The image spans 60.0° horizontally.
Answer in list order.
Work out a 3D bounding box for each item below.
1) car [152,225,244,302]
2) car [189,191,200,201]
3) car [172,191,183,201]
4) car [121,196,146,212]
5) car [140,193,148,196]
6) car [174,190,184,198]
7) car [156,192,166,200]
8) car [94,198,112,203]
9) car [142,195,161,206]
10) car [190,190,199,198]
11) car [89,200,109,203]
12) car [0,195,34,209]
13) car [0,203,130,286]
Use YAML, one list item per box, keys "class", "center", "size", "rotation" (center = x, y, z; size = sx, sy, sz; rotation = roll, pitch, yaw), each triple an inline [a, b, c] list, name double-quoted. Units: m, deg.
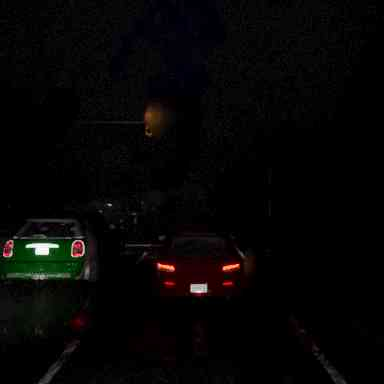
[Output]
- class: "car"
  center: [0.131, 1.525, 8.145]
  size: [1.812, 1.442, 4.674]
  rotation: [0, 0, 0]
- class: "car"
  center: [0.578, 0.842, 66.640]
  size: [2.097, 1.767, 4.553]
  rotation: [0, 3, 0]
- class: "car"
  center: [-2.924, 0.982, 66.399]
  size: [1.882, 1.535, 5.008]
  rotation: [0, 3, 1]
- class: "car"
  center: [-6.855, 1.504, 37.936]
  size: [1.837, 1.490, 4.892]
  rotation: [0, 0, 0]
- class: "car"
  center: [-10.007, 0.989, 68.643]
  size: [1.895, 1.301, 4.718]
  rotation: [0, 3, 0]
- class: "car"
  center: [-2.942, 0.507, 76.509]
  size: [2.128, 1.511, 4.902]
  rotation: [0, 3, 0]
- class: "car"
  center: [-6.497, 0.837, 69.733]
  size: [2.128, 1.511, 4.902]
  rotation: [0, 3, 0]
- class: "car"
  center: [-10.357, 1.490, 37.621]
  size: [2.128, 1.511, 4.902]
  rotation: [0, 0, 1]
- class: "car"
  center: [-6.716, 1.568, 54.110]
  size: [1.895, 1.301, 4.718]
  rotation: [0, 1, 1]
- class: "car"
  center: [0.561, 0.469, 76.719]
  size: [1.837, 1.490, 4.892]
  rotation: [0, 3, 0]
- class: "car"
  center: [-6.996, 1.490, 20.481]
  size: [2.128, 1.511, 4.902]
  rotation: [0, 0, 0]
- class: "car"
  center: [-10.518, 1.220, 17.928]
  size: [2.150, 2.045, 5.566]
  rotation: [0, 0, 0]
- class: "car"
  center: [-3.361, 1.352, 9.611]
  size: [2.097, 1.767, 4.553]
  rotation: [0, 0, 0]
